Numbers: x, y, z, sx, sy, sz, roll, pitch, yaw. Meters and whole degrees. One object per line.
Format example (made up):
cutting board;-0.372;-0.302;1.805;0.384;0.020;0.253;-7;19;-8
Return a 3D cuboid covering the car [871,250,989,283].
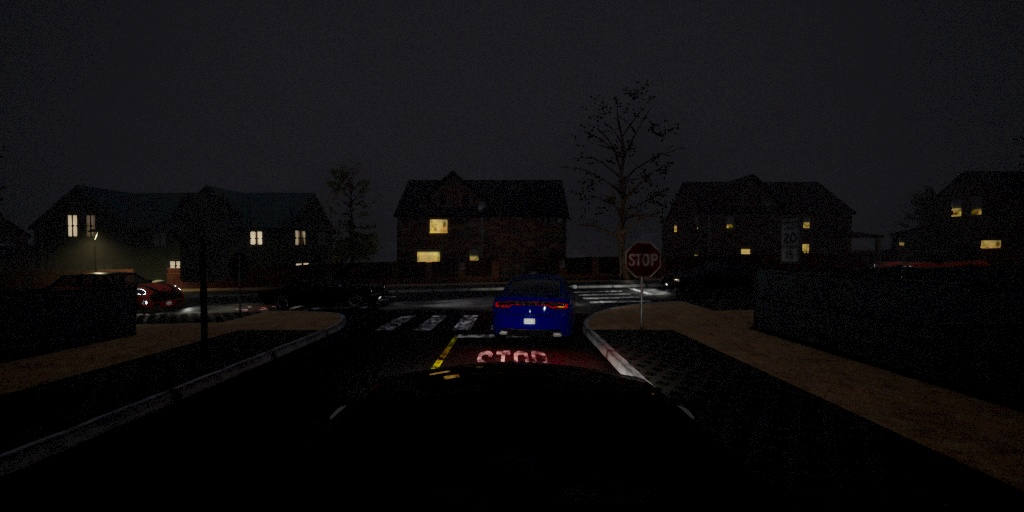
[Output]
car;20.974;0.536;18.170;4.553;1.767;2.097;-1;1;0

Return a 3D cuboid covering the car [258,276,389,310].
car;-7.813;1.506;15.210;4.718;1.301;1.895;-1;1;0

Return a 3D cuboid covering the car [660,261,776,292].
car;10.446;0.979;18.139;5.357;1.411;2.033;-1;1;-1

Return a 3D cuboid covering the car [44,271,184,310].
car;-16.800;1.471;15.202;4.553;1.767;2.097;-1;1;0

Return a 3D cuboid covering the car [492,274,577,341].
car;0.785;1.226;10.003;1.882;1.535;5.008;0;0;10
